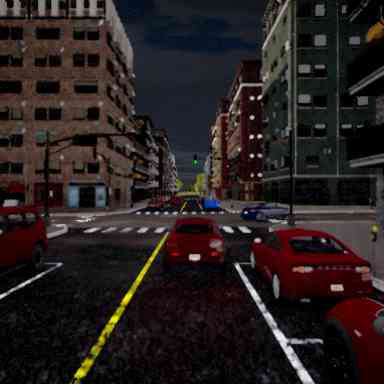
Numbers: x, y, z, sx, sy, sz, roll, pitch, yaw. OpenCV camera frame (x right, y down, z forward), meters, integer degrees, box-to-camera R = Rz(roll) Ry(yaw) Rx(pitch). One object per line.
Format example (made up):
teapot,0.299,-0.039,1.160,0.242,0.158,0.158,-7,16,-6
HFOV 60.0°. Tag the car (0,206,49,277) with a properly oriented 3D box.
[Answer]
car,-5.315,1.332,8.124,2.192,1.841,5.009,0,0,0

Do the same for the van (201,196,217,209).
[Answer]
van,2.574,1.426,46.165,1.690,1.788,3.998,0,0,0

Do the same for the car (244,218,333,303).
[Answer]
car,2.566,1.561,8.122,1.887,1.381,4.507,0,0,0

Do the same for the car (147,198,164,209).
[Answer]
car,-5.273,1.667,46.328,1.802,1.307,4.206,0,0,0

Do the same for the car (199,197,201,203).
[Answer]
car,2.578,1.676,62.966,1.947,1.339,4.313,0,0,0

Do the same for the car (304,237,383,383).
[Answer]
car,2.565,1.446,2.528,1.967,1.590,4.097,0,0,0

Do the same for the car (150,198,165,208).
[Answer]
car,-5.272,1.638,51.916,1.887,1.381,4.507,0,0,0

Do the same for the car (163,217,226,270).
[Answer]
car,0.081,1.548,11.031,1.812,1.442,4.674,0,0,0

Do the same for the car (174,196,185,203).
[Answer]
car,-2.734,1.639,73.272,2.128,1.511,4.902,0,0,0

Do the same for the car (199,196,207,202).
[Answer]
car,2.582,1.714,79.767,1.802,1.307,4.206,0,0,0

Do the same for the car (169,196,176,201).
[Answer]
car,-5.263,1.726,91.055,1.802,1.307,4.206,0,0,0

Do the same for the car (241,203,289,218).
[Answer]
car,5.993,1.533,26.453,4.181,1.385,1.994,-1,0,-25

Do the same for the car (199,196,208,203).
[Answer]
car,2.581,1.651,74.337,1.752,1.417,4.829,0,0,0

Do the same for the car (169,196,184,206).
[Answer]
car,-2.789,1.580,57.897,1.882,1.535,5.008,0,0,0
